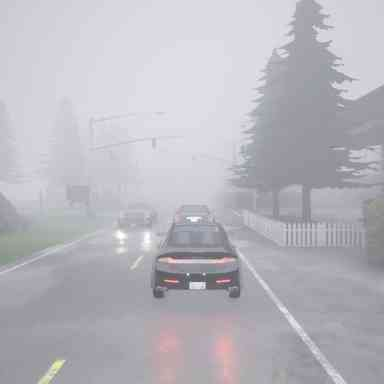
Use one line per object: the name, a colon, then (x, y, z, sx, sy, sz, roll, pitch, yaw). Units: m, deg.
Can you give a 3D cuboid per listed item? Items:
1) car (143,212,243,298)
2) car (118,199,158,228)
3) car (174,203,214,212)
car: (0.097, 1.492, 8.477, 2.128, 1.511, 4.902, 0, 0, 0)
car: (-3.508, 1.393, 22.133, 2.097, 1.767, 4.553, 0, 0, 0)
car: (0.094, 1.352, 17.631, 2.097, 1.767, 4.553, 0, 0, 0)
